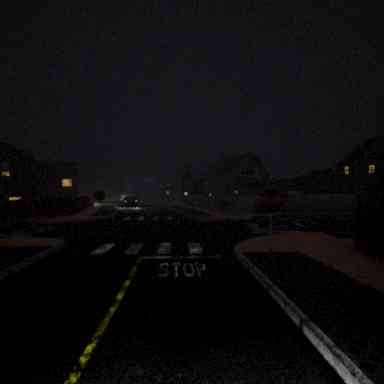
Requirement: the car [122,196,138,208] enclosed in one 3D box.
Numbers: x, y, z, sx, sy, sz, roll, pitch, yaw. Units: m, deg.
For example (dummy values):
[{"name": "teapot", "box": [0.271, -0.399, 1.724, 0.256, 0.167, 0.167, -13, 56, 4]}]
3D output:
[{"name": "car", "box": [-9.161, 1.341, 49.161, 2.097, 1.767, 4.553, -1, 0, -14]}]
